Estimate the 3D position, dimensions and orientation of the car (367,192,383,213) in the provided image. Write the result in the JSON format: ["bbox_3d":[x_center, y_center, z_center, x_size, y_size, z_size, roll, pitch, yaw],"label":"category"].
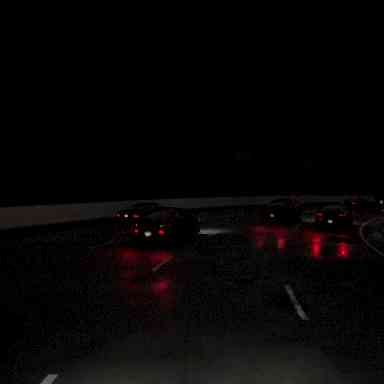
[{"bbox_3d":[19.992,1.020,32.758,5.566,2.045,2.150,-1,1,-35],"label":"car"}]

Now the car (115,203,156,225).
[{"bbox_3d":[-2.733,1.414,21.382,2.033,1.411,5.357,0,0,24],"label":"car"}]

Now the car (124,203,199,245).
[{"bbox_3d":[-1.051,1.431,15.147,1.812,1.442,4.674,0,0,16],"label":"car"}]

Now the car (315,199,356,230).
[{"bbox_3d":[8.687,1.400,20.253,1.812,1.442,4.674,0,0,28],"label":"car"}]

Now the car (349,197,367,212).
[{"bbox_3d":[17.579,1.308,35.229,4.674,1.442,1.812,0,0,-37],"label":"car"}]

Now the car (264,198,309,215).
[{"bbox_3d":[9.415,1.343,32.907,2.033,1.411,5.357,0,0,44],"label":"car"}]

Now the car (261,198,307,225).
[{"bbox_3d":[6.278,1.335,22.986,1.882,1.535,5.008,0,0,30],"label":"car"}]
